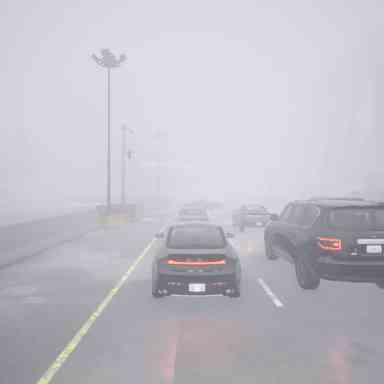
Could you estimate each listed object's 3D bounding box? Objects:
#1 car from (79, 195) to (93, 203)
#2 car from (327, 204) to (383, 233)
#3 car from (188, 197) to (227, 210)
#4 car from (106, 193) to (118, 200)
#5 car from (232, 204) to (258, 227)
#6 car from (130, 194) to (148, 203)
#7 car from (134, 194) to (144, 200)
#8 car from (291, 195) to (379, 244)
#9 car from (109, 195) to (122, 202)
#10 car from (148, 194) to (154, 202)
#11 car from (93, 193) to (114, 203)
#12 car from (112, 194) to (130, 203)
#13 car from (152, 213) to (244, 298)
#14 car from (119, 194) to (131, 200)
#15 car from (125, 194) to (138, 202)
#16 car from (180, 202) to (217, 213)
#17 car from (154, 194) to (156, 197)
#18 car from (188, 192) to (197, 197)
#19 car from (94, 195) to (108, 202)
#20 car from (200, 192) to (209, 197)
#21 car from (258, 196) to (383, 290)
[{"bbox_3d":[-21.090,1.452,66.904,1.882,1.535,5.008,0,0,0],"label":"car"},{"bbox_3d":[10.566,1.548,20.811,2.033,1.411,5.357,0,0,0],"label":"car"},{"bbox_3d":[1.534,1.603,40.705,4.718,1.301,1.895,0,0,-31],"label":"car"},{"bbox_3d":[-20.966,1.168,87.061,2.097,1.767,4.553,0,1,0],"label":"car"},{"bbox_3d":[3.565,1.492,20.181,2.128,1.511,4.902,0,0,0],"label":"car"},{"bbox_3d":[-10.592,1.485,66.607,1.812,1.442,4.674,0,0,0],"label":"car"},{"bbox_3d":[-13.965,1.309,87.266,1.837,1.490,4.892,0,1,0],"label":"car"},{"bbox_3d":[7.063,1.222,17.277,2.150,2.045,5.566,0,0,0],"label":"car"},{"bbox_3d":[-17.533,1.468,76.521,1.994,1.385,4.181,0,0,0],"label":"car"},{"bbox_3d":[-10.530,1.389,77.009,1.882,1.535,5.008,0,0,0],"label":"car"},{"bbox_3d":[-17.592,1.311,66.660,2.097,1.767,4.553,0,0,0],"label":"car"},{"bbox_3d":[-14.092,1.523,66.619,1.994,1.385,4.181,0,0,0],"label":"car"},{"bbox_3d":[0.084,1.505,8.519,1.837,1.490,4.892,0,0,0],"label":"car"},{"bbox_3d":[-17.467,1.355,86.879,2.033,1.411,5.357,0,1,0],"label":"car"},{"bbox_3d":[-14.031,1.268,76.868,2.097,1.767,4.553,0,0,0],"label":"car"},{"bbox_3d":[0.064,1.548,18.914,2.033,1.411,5.357,0,0,0],"label":"car"},{"bbox_3d":[-10.464,1.285,87.439,1.882,1.535,5.008,0,1,0],"label":"car"},{"bbox_3d":[0.088,0.917,95.549,2.150,2.045,5.566,0,1,0],"label":"car"},{"bbox_3d":[-21.032,1.467,76.763,1.994,1.385,4.181,0,0,0],"label":"car"},{"bbox_3d":[3.562,1.255,91.534,1.837,1.490,4.892,0,1,0],"label":"car"},{"bbox_3d":[3.584,1.221,9.261,2.150,2.045,5.566,0,0,0],"label":"car"}]
